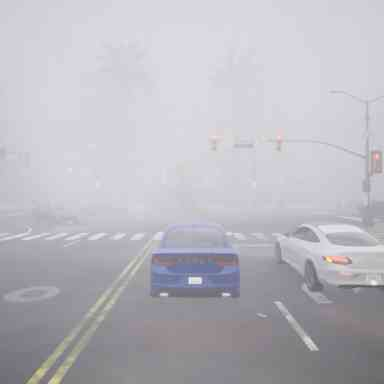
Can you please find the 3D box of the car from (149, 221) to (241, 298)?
[{"bbox_3d":[0.071,1.478,8.589,1.882,1.535,5.008,0,0,0],"label":"car"}]

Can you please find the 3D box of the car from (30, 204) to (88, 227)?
[{"bbox_3d":[-9.520,1.547,23.042,2.033,1.411,5.357,0,0,-42],"label":"car"}]

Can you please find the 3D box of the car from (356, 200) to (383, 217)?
[{"bbox_3d":[17.629,1.505,30.350,4.892,1.490,1.837,0,0,0],"label":"car"}]

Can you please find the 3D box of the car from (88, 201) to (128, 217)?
[{"bbox_3d":[-7.941,1.563,30.381,4.181,1.385,1.994,0,0,0],"label":"car"}]

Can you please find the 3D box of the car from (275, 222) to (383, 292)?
[{"bbox_3d":[3.572,1.526,8.837,1.812,1.442,4.674,0,0,0],"label":"car"}]
